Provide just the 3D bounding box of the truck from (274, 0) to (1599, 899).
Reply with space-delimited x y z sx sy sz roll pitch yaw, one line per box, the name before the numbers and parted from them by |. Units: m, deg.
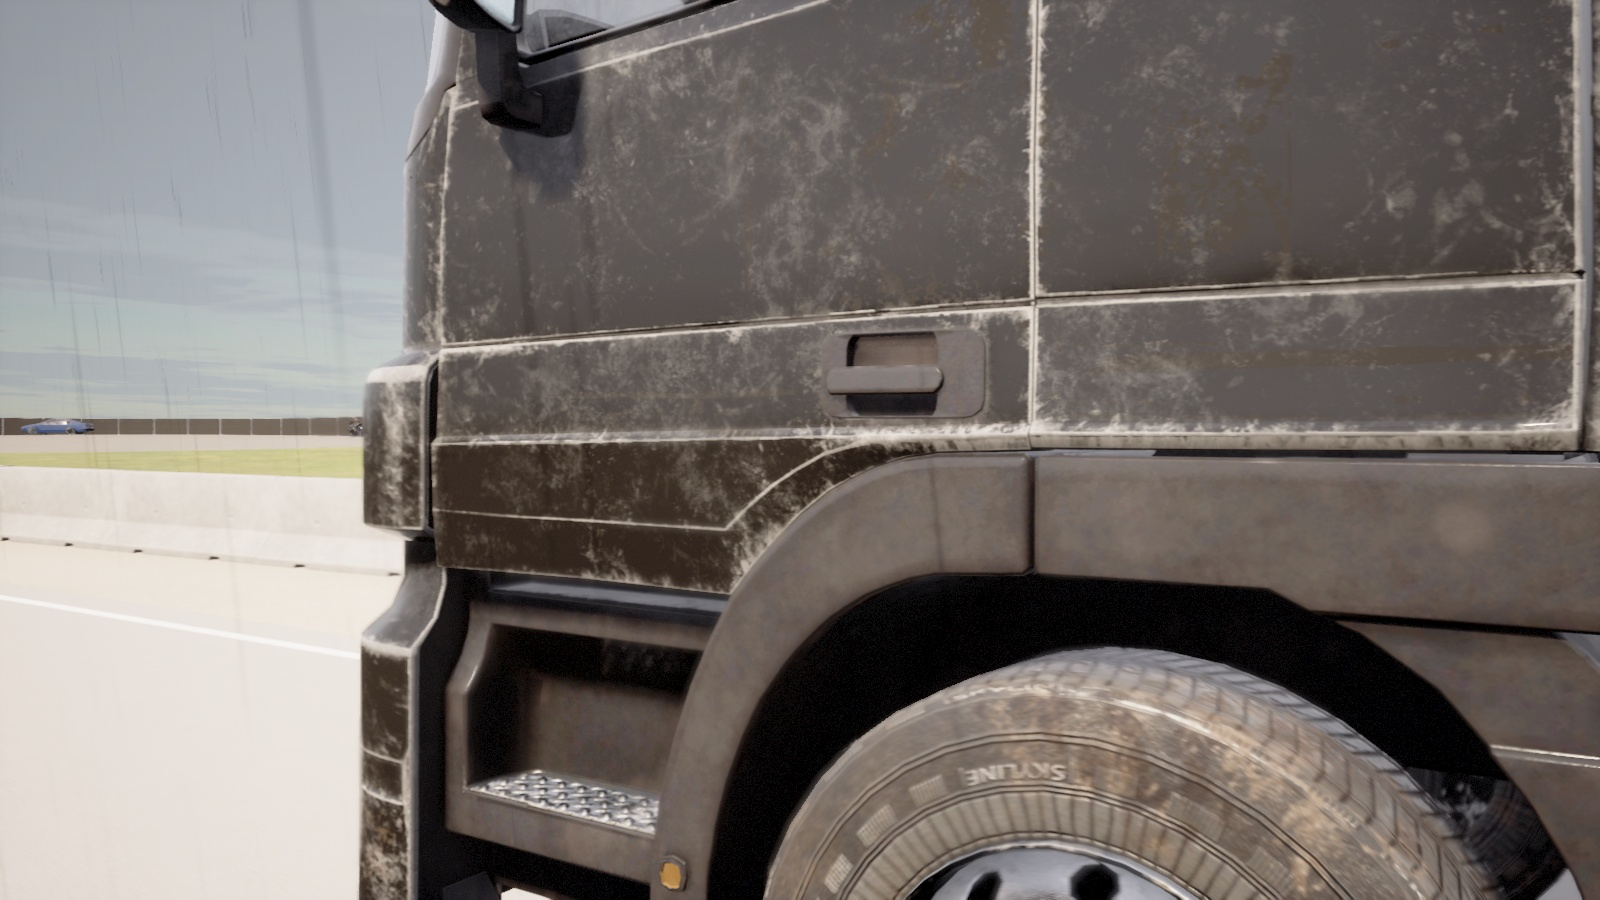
truck | 3.033 -0.300 1.589 7.936 3.462 2.891 0 1 34
